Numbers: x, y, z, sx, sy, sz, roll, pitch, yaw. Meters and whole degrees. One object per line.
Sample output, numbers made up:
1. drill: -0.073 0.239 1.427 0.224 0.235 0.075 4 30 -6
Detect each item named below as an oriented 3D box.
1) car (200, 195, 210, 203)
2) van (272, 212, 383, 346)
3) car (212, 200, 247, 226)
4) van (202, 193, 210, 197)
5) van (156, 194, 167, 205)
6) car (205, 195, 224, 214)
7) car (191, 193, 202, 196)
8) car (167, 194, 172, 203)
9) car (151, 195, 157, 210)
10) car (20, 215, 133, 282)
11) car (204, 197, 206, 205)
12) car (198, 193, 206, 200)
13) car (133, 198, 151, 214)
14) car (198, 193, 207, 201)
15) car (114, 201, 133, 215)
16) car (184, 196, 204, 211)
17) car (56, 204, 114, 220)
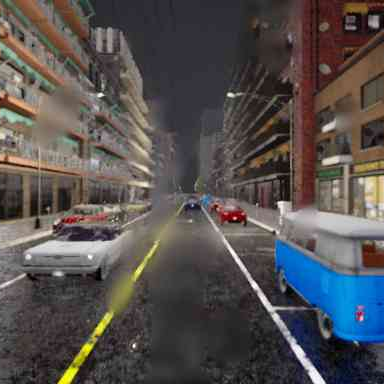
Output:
1. car: 2.680 1.405 68.436 1.967 1.590 4.097 0 0 0
2. van: 2.694 1.332 6.123 1.690 1.788 3.998 0 0 0
3. car: 2.690 1.517 23.118 1.887 1.381 4.507 0 0 0
4. van: 2.683 1.301 57.108 1.690 1.788 3.998 0 0 0
5. van: -5.697 1.301 57.106 1.690 1.788 3.998 0 0 0
6. car: 2.688 1.406 34.448 1.967 1.590 4.097 0 0 0
7. car: 0.091 1.311 51.365 2.097 1.767 4.553 0 0 0
8. car: -5.701 1.491 68.265 1.752 1.417 4.829 0 0 0
9. car: -5.694 1.403 40.113 1.967 1.590 4.097 0 0 0
10. car: -3.076 1.587 9.884 1.895 1.301 4.718 0 0 0
11. car: 2.686 1.545 40.113 1.802 1.307 4.206 0 0 0
12. car: 2.675 1.297 91.097 2.192 1.841 5.009 0 0 0
13. car: -5.693 1.492 34.277 1.752 1.417 4.829 0 0 0
14. car: 2.677 1.292 85.431 2.192 1.841 5.009 0 0 0
15. car: -5.691 1.524 23.118 2.008 1.369 4.403 0 0 0
16. car: 0.093 1.525 40.455 1.994 1.385 4.181 0 0 0
17. car: -5.689 1.418 17.452 1.967 1.590 4.097 0 0 0
